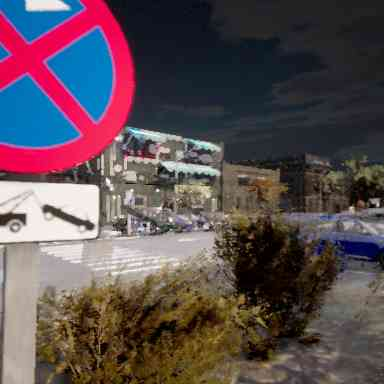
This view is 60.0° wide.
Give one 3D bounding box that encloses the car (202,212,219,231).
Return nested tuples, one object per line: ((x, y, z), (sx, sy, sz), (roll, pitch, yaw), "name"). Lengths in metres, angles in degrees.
((0.419, 2.834, 31.404), (4.892, 1.521, 2.231), (-1, -3, 28), "car")

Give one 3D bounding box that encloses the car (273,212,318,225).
((13.459, 3.427, 43.334), (5.366, 1.575, 1.946), (-1, -3, 28), "car")

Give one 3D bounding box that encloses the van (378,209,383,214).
((33.324, 4.093, 61.099), (4.442, 1.987, 1.878), (-1, -3, 28), "van")

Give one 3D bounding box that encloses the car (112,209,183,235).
((-4.004, 2.384, 27.467), (5.566, 2.045, 2.435), (-1, -3, 28), "car")

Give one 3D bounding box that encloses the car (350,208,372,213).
((26.802, 3.896, 55.130), (4.553, 1.767, 2.185), (-1, -3, 28), "car")

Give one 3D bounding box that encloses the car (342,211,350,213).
((20.254, 3.753, 49.174), (4.792, 1.488, 2.163), (-1, -3, 28), "car")

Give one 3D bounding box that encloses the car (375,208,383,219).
((40.059, 4.359, 66.968), (5.566, 2.045, 2.435), (-1, -3, 28), "car")

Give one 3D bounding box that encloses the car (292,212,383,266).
((6.313, 2.031, 13.888), (5.566, 2.045, 2.435), (0, -2, 28), "car")

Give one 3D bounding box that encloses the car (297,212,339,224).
((17.860, 3.625, 47.285), (5.366, 1.575, 1.946), (-1, -3, 28), "car")

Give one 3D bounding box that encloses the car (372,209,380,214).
((29.033, 4.121, 57.089), (4.892, 1.521, 2.231), (-1, -3, 28), "car")

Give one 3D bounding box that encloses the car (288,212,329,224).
((15.829, 3.526, 45.233), (5.008, 1.535, 2.097), (-1, -3, 28), "car")

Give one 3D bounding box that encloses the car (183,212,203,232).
((-1.777, 2.774, 29.424), (4.674, 1.452, 2.002), (-1, -3, 28), "car")

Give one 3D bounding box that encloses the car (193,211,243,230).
((2.598, 2.807, 33.399), (4.553, 1.767, 2.185), (-1, -3, 28), "car")

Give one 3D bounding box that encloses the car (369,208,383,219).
((37.857, 4.261, 64.993), (5.566, 2.045, 2.435), (-1, -3, 28), "car")
